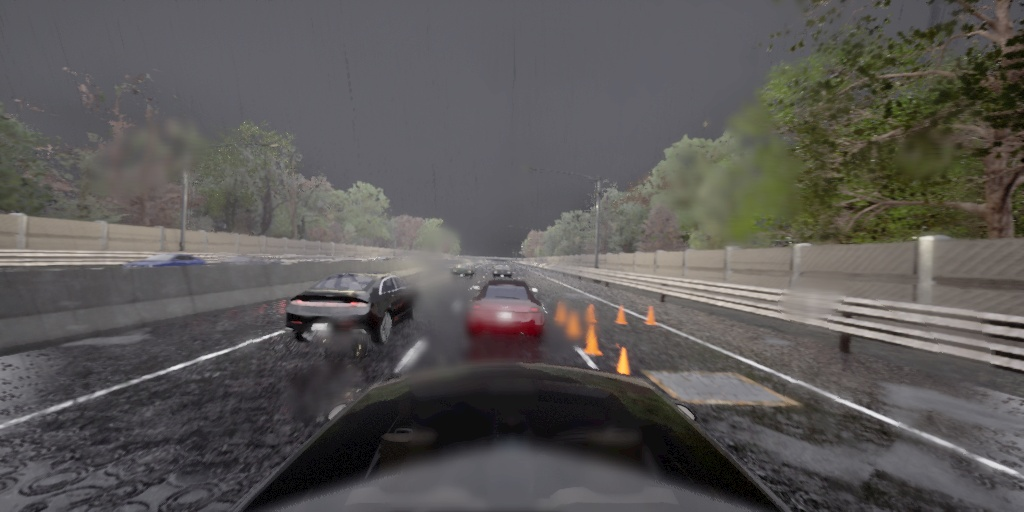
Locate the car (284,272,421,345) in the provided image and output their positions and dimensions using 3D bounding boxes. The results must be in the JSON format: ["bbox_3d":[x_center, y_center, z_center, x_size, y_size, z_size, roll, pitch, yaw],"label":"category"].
[{"bbox_3d":[-3.657,1.146,9.165,2.128,1.511,4.902,2,0,-2],"label":"car"}]

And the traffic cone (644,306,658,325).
[{"bbox_3d":[4.635,1.970,11.998,0.340,0.580,0.340,0,0,-2],"label":"traffic cone"}]

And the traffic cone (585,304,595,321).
[{"bbox_3d":[2.638,1.888,11.937,0.340,0.580,0.340,0,0,-2],"label":"traffic cone"}]

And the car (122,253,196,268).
[{"bbox_3d":[-21.751,0.546,22.777,1.812,1.442,4.674,2,0,-2],"label":"car"}]

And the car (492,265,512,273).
[{"bbox_3d":[-0.972,1.571,35.444,1.895,1.301,4.718,2,0,-2],"label":"car"}]

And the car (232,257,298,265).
[{"bbox_3d":[-14.760,0.904,22.558,1.895,1.301,4.718,2,0,-2],"label":"car"}]

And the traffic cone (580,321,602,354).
[{"bbox_3d":[1.762,1.822,7.908,0.340,0.580,0.340,0,0,-2],"label":"traffic cone"}]

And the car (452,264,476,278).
[{"bbox_3d":[-4.422,1.417,33.854,1.895,1.301,4.718,2,0,-2],"label":"car"}]

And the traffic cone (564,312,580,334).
[{"bbox_3d":[1.700,1.834,9.907,0.340,0.580,0.340,0,0,-2],"label":"traffic cone"}]

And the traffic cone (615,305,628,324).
[{"bbox_3d":[3.636,1.929,11.967,0.340,0.580,0.340,0,0,-2],"label":"traffic cone"}]

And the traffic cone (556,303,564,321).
[{"bbox_3d":[1.639,1.847,11.906,0.340,0.580,0.340,0,0,-2],"label":"traffic cone"}]

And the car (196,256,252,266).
[{"bbox_3d":[-18.312,0.723,24.710,2.033,1.411,5.357,2,0,-1],"label":"car"}]

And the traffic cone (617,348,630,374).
[{"bbox_3d":[1.824,1.810,5.909,0.340,0.580,0.340,0,0,-2],"label":"traffic cone"}]

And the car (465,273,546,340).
[{"bbox_3d":[-0.195,1.368,10.264,1.994,1.385,4.181,2,0,-2],"label":"car"}]
